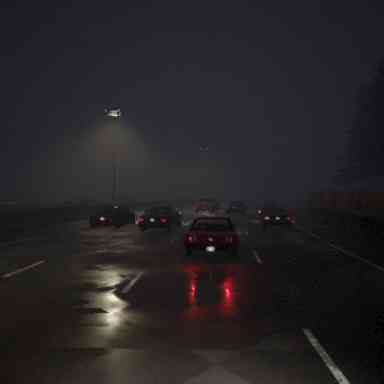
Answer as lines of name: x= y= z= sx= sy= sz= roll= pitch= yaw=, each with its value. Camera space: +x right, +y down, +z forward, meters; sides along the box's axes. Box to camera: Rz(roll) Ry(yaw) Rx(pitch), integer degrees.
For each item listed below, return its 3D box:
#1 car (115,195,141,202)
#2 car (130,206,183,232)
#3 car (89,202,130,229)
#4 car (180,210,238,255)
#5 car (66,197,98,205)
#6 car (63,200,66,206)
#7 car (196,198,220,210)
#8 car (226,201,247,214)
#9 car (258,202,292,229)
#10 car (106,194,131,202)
car: x=-9.349 y=1.566 z=50.386 sx=1.837 sy=1.490 sz=4.892 roll=0 pitch=0 yaw=18
car: x=-1.828 y=1.580 z=20.590 sx=2.033 sy=1.411 sz=5.357 roll=0 pitch=0 yaw=8
car: x=-5.111 y=1.587 z=21.968 sx=1.994 sy=1.385 sz=4.181 roll=0 pitch=0 yaw=8
car: x=0.844 y=1.630 z=13.400 sx=1.895 sy=1.301 sz=4.718 roll=0 pitch=0 yaw=6
car: x=-16.469 y=1.514 z=51.016 sx=1.882 sy=1.535 sz=5.008 roll=0 pitch=0 yaw=18
car: x=-19.034 y=1.512 z=54.495 sx=1.882 sy=1.535 sz=5.008 roll=0 pitch=0 yaw=19
car: x=1.902 y=1.432 z=38.441 sx=2.097 sy=1.767 sz=4.553 roll=0 pitch=0 yaw=15
car: x=4.847 y=1.634 z=36.071 sx=2.033 sy=1.411 sz=5.357 roll=0 pitch=0 yaw=15
car: x=5.504 y=1.610 z=22.249 sx=2.033 sy=1.411 sz=5.357 roll=0 pitch=0 yaw=9
car: x=-11.715 y=1.280 z=54.308 sx=2.150 sy=2.045 sz=5.566 roll=0 pitch=0 yaw=19
